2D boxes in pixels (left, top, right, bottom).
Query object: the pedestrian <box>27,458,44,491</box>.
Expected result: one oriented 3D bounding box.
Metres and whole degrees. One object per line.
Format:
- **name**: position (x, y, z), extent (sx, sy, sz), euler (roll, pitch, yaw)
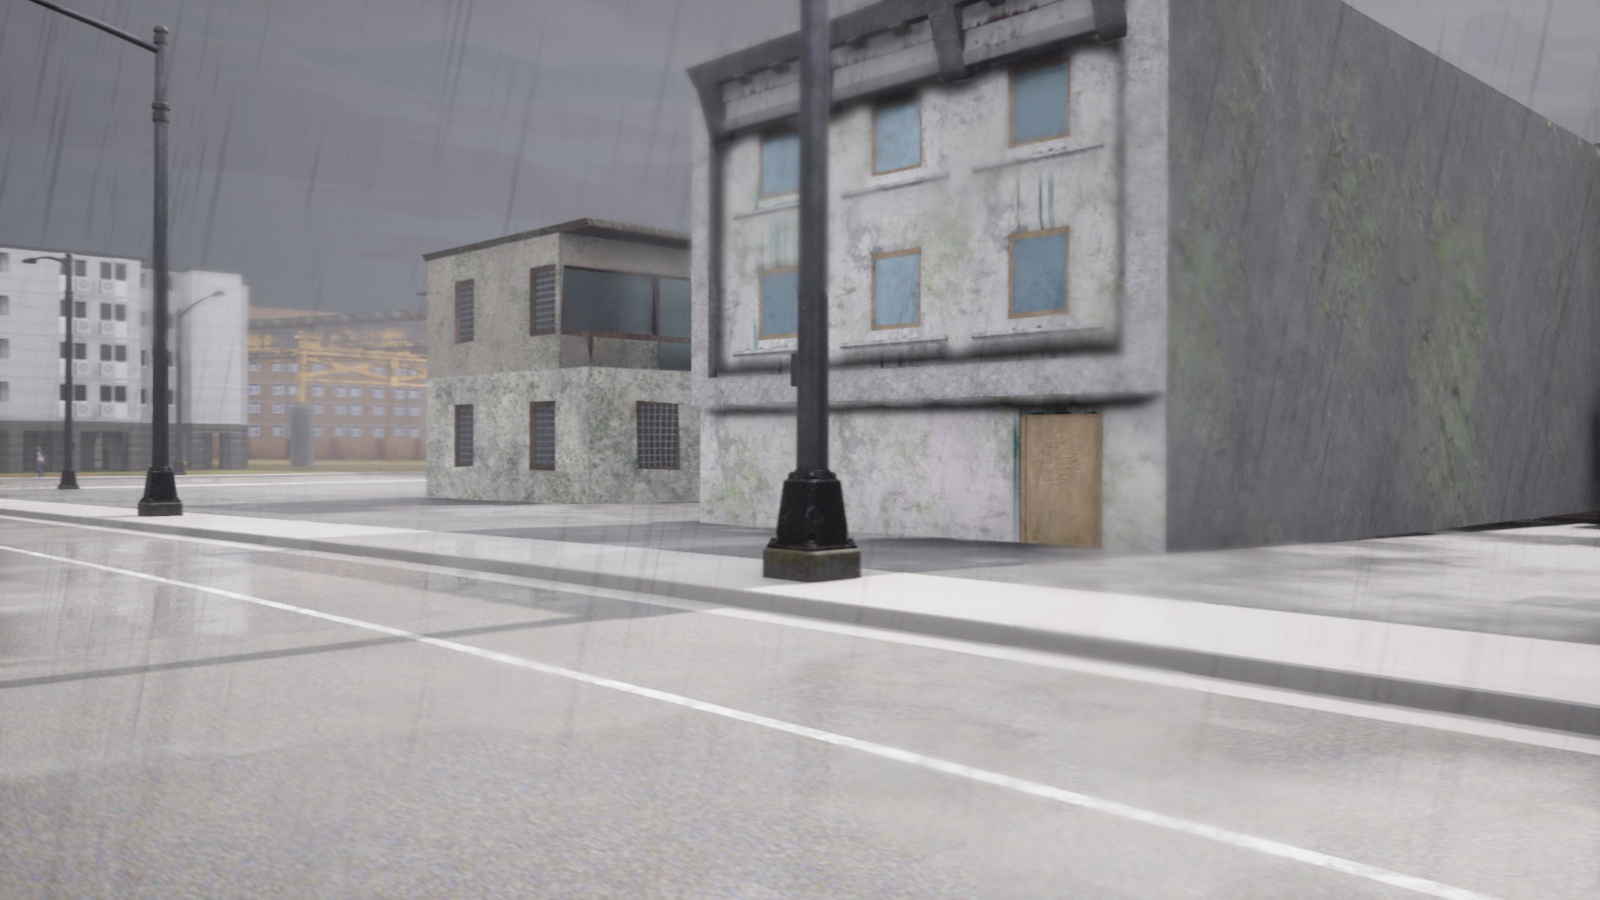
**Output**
- **pedestrian**: position (-43.306, 1.405, 71.154), extent (0.354, 1.836, 0.706), euler (0, 0, 44)
